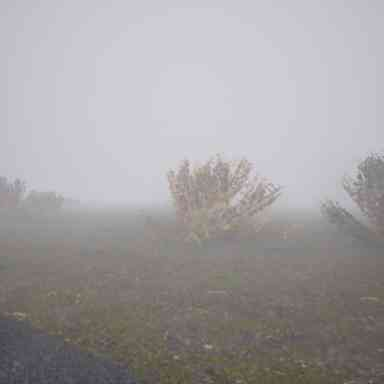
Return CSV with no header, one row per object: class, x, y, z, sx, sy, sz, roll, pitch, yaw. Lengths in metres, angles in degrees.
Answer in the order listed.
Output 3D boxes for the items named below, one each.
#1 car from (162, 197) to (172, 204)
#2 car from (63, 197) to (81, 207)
car,-3.727,1.591,64.936,1.837,1.490,4.892,0,-1,36
car,-17.811,1.366,45.426,2.033,1.411,5.357,0,-1,36
